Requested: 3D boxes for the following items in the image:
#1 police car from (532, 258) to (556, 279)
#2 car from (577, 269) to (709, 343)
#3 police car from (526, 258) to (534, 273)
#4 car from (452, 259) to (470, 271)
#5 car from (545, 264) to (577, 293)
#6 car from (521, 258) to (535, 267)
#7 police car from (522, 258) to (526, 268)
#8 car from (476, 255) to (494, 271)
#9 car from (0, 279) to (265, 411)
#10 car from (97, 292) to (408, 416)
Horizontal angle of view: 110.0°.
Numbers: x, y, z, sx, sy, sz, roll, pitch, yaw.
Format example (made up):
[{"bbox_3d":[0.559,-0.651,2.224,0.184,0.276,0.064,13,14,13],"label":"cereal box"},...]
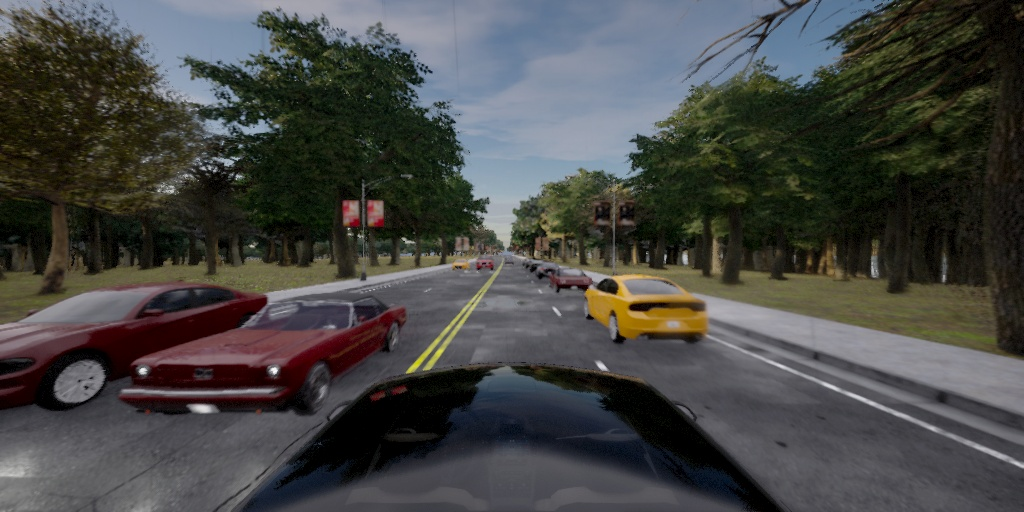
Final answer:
[{"bbox_3d":[3.165,1.228,31.715,2.038,1.542,4.974,0,0,0],"label":"police car"},{"bbox_3d":[3.245,1.226,9.692,1.882,1.535,5.008,0,0,0],"label":"car"},{"bbox_3d":[3.088,1.120,42.834,1.930,1.638,5.238,0,0,0],"label":"police car"},{"bbox_3d":[-6.786,1.158,48.001,1.882,1.535,5.008,0,0,0],"label":"car"},{"bbox_3d":[3.216,1.342,20.733,1.895,1.301,4.718,0,0,0],"label":"car"},{"bbox_3d":[2.865,1.103,64.745,2.128,1.511,4.902,0,0,-1],"label":"car"},{"bbox_3d":[2.987,1.081,53.845,1.930,1.638,5.238,0,0,-1],"label":"police car"},{"bbox_3d":[-3.537,0.902,47.836,2.150,2.045,5.566,0,0,0],"label":"car"},{"bbox_3d":[-6.602,1.228,6.332,1.882,1.535,5.008,0,0,0],"label":"car"},{"bbox_3d":[-3.353,1.351,6.097,1.895,1.301,4.718,0,0,0],"label":"car"}]
